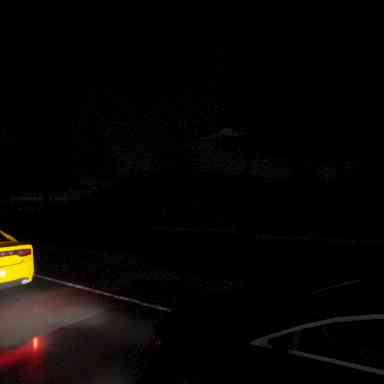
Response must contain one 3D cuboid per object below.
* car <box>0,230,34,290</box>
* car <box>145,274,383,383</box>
[{"bbox_3d":[-5.831,1.469,8.000,5.008,1.535,1.882,0,0,35],"label":"car"},{"bbox_3d":[1.767,1.492,2.747,4.902,1.511,2.128,0,0,35],"label":"car"}]
